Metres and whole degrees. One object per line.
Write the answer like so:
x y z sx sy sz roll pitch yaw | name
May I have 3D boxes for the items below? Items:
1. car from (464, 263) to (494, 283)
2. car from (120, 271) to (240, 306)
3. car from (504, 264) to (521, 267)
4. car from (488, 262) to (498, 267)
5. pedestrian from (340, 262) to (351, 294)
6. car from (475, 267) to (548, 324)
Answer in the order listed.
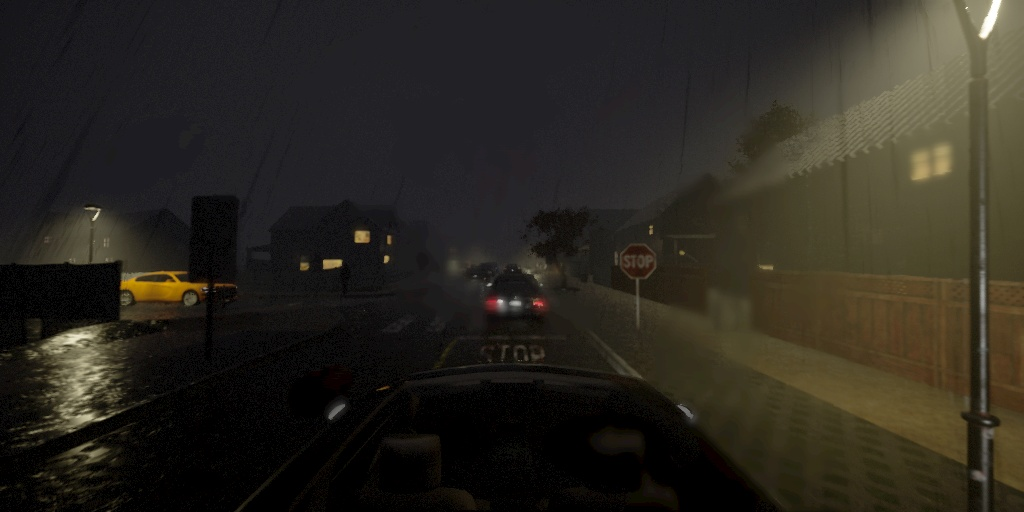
-2.853 1.505 30.371 1.994 1.385 4.181 0 0 -1 | car
-14.879 1.435 16.019 5.008 1.535 1.882 -1 -3 6 | car
0.066 1.597 41.772 1.994 1.385 4.181 0 0 0 | car
-2.842 1.523 40.064 1.837 1.490 4.892 0 0 0 | car
-9.910 1.299 21.282 0.375 1.860 0.375 0 -2 5 | pedestrian
0.135 1.291 11.902 2.033 1.411 5.357 2 1 0 | car
